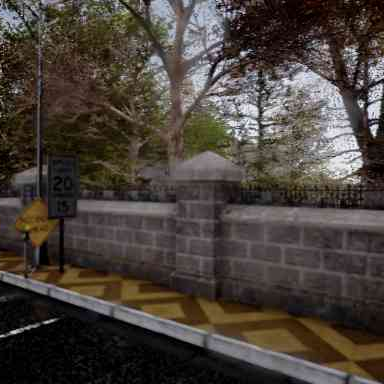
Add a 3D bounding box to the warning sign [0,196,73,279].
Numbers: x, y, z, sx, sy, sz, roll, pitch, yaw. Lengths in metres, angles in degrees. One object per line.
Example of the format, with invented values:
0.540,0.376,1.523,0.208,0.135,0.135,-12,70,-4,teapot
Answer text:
-3.912,1.056,8.411,1.060,1.860,1.300,1,0,35,warning sign
